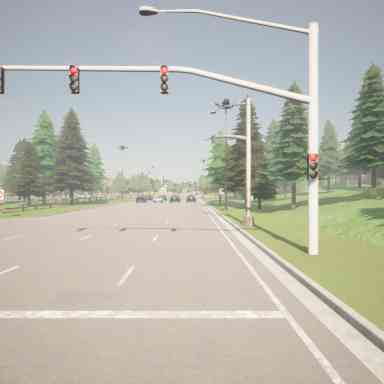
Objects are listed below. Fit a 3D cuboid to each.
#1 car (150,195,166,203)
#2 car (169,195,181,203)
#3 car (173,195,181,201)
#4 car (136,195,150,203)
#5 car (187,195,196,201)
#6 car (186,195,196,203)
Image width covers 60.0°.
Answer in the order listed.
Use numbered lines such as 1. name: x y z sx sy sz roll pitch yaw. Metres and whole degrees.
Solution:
1. car: -7.141 1.587 70.795 1.895 1.301 4.718 0 0 0
2. car: -3.641 1.347 70.742 2.097 1.767 4.553 0 0 0
3. car: -3.661 1.356 80.775 1.812 1.442 4.674 0 0 0
4. car: -10.640 1.492 70.341 1.837 1.490 4.892 0 0 0
5. car: -0.161 1.385 80.782 1.994 1.385 4.181 0 0 0
6. car: -0.141 1.346 70.716 2.097 1.767 4.553 0 0 0
